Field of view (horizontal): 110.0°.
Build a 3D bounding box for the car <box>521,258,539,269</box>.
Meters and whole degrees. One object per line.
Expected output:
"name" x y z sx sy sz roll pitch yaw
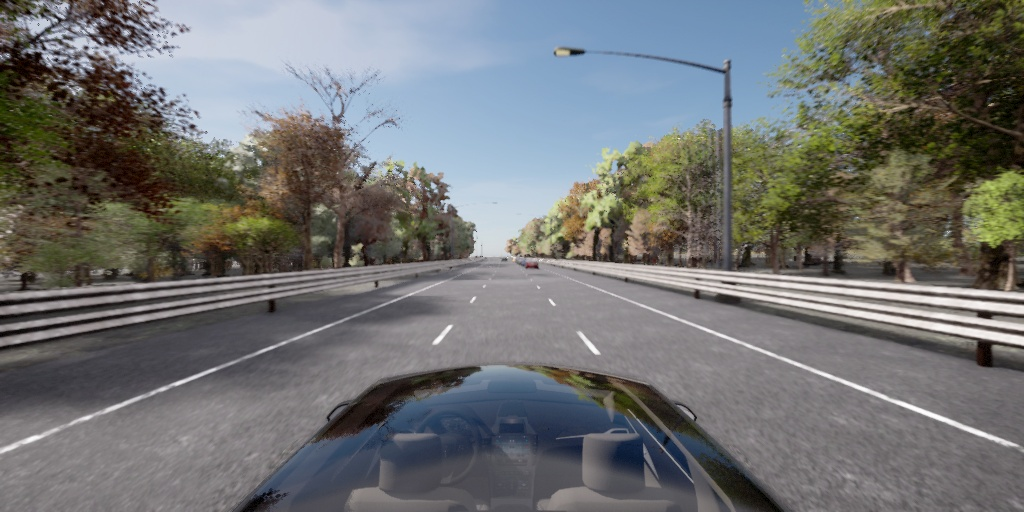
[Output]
"car" 3.008 1.249 55.099 2.163 1.488 4.792 0 0 -1
